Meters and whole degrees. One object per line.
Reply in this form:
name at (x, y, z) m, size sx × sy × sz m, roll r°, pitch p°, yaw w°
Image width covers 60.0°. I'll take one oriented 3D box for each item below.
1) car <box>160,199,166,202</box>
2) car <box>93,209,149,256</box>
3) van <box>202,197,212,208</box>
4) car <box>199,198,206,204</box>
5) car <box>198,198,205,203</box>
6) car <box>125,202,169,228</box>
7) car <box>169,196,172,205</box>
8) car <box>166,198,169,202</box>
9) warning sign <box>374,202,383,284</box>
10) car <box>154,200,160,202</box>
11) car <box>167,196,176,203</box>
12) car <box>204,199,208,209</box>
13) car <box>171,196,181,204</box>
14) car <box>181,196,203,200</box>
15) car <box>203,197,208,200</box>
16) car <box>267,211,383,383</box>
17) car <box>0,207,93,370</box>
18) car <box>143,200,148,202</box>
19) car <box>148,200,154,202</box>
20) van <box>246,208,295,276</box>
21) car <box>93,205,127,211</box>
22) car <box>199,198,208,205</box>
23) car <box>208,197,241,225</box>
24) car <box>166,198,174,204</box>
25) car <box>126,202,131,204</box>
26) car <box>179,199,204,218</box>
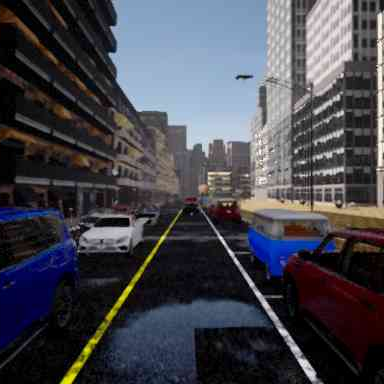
car at (-5.715, 1.991, 53.821) m, size 1.752 × 1.417 × 4.829 m, roll 0°, pitch -1°, yaw 0°
car at (-3.098, 1.638, 13.690) m, size 1.812 × 1.442 × 4.674 m, roll 0°, pitch 0°, yaw 0°
van at (2.661, 1.859, 59.521) m, size 1.690 × 1.788 × 3.998 m, roll 0°, pitch -1°, yaw 0°
car at (2.652, 2.371, 87.152) m, size 1.802 × 1.307 × 4.206 m, roll 0°, pitch -1°, yaw 0°
car at (2.649, 2.426, 92.678) m, size 1.802 × 1.307 × 4.206 m, roll 0°, pitch -1°, yaw 0°
car at (-3.083, 1.689, 23.785) m, size 2.128 × 1.511 × 4.902 m, roll 0°, pitch 0°, yaw 0°
car at (-5.724, 2.224, 76.097) m, size 1.887 × 1.381 × 4.507 m, roll 0°, pitch -1°, yaw 0°
car at (-5.718, 2.063, 59.517) m, size 1.887 × 1.381 × 4.507 m, roll 0°, pitch -1°, yaw 0°
warning sign at (5.068, 1.176, 7.517) m, size 1.300 × 1.860 × 1.060 m, roll 0°, pitch 0°, yaw 0°
car at (-5.712, 1.807, 42.939) m, size 1.967 × 1.590 × 4.097 m, roll 0°, pitch -1°, yaw 0°
car at (-5.732, 2.160, 92.678) m, size 2.192 × 1.841 × 5.009 m, roll 0°, pitch -1°, yaw 0°
car at (2.671, 1.862, 37.415) m, size 1.887 × 1.381 × 4.507 m, roll 0°, pitch -1°, yaw 0°
car at (-3.030, 2.140, 76.210) m, size 1.994 × 1.385 × 4.181 m, roll 0°, pitch -1°, yaw 0°
car at (-0.008, 1.604, 44.525) m, size 2.150 × 2.045 × 5.566 m, roll 0°, pitch 0°, yaw 0°
car at (2.665, 1.993, 54.164) m, size 1.752 × 1.417 × 4.829 m, roll 0°, pitch -1°, yaw 0°
car at (2.683, 1.350, 4.258) m, size 2.192 × 1.841 × 5.009 m, roll 0°, pitch 0°, yaw 0°
car at (-3.107, 1.254, 3.862) m, size 2.150 × 2.045 × 5.566 m, roll 0°, pitch 0°, yaw 0°
car at (-5.708, 1.709, 31.886) m, size 1.967 × 1.590 × 4.097 m, roll 0°, pitch -1°, yaw 0°
car at (-5.709, 1.899, 37.412) m, size 1.802 × 1.307 × 4.206 m, roll 0°, pitch -1°, yaw 0°
van at (2.680, 1.420, 9.784) m, size 1.690 × 1.788 × 3.998 m, roll 0°, pitch 0°, yaw 0°
car at (-5.703, 1.723, 20.832) m, size 2.008 × 1.369 × 4.403 m, roll 0°, pitch 0°, yaw 0°
car at (2.655, 2.119, 76.100) m, size 1.967 × 1.590 × 4.097 m, roll 0°, pitch -1°, yaw 0°
car at (2.674, 1.535, 26.363) m, size 2.192 × 1.841 × 5.009 m, roll 0°, pitch -1°, yaw 0°
car at (-5.729, 2.313, 86.980) m, size 1.752 × 1.417 × 4.829 m, roll 0°, pitch -1°, yaw 0°
car at (-5.705, 1.765, 26.358) m, size 1.887 × 1.381 × 4.507 m, roll 0°, pitch 0°, yaw 0°
car at (-0.014, 1.784, 33.048) m, size 1.837 × 1.490 × 4.892 m, roll 0°, pitch 0°, yaw 0°
